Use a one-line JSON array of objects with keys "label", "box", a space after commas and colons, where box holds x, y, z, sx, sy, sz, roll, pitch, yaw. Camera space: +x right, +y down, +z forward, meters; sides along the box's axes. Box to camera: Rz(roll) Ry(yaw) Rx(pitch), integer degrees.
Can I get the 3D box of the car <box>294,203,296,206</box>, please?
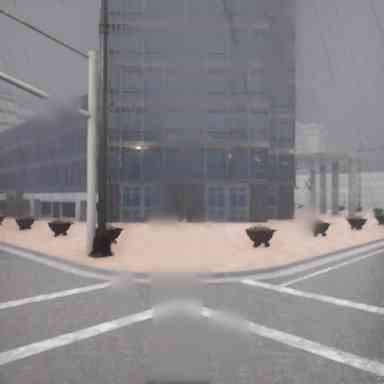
[{"label": "car", "box": [24.654, 3.149, 86.766, 1.837, 1.490, 4.892, 1, -1, -44]}]
